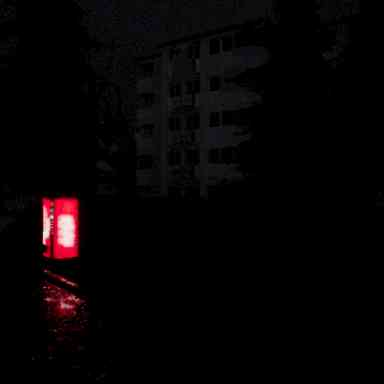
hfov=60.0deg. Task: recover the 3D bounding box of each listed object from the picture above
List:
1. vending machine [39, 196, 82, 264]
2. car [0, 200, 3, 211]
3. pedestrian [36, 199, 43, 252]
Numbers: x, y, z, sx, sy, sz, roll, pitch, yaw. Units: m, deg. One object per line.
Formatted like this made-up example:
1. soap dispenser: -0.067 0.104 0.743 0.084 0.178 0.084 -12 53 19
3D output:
1. vending machine: -4.341 1.176 10.977 1.100 2.100 0.880 1 0 -39
2. car: -21.957 1.219 36.001 2.097 1.767 4.553 0 0 -21
3. pedestrian: -5.131 1.119 11.537 0.375 1.860 0.375 1 0 -38
